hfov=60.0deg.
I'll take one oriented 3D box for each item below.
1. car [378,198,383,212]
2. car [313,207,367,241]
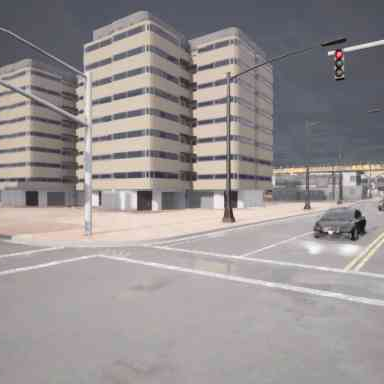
[{"bbox_3d":[22.872,1.333,38.442,2.097,1.767,4.553,0,0,35],"label":"car"},{"bbox_3d":[7.588,1.559,16.851,1.837,1.490,4.892,0,0,35],"label":"car"}]
